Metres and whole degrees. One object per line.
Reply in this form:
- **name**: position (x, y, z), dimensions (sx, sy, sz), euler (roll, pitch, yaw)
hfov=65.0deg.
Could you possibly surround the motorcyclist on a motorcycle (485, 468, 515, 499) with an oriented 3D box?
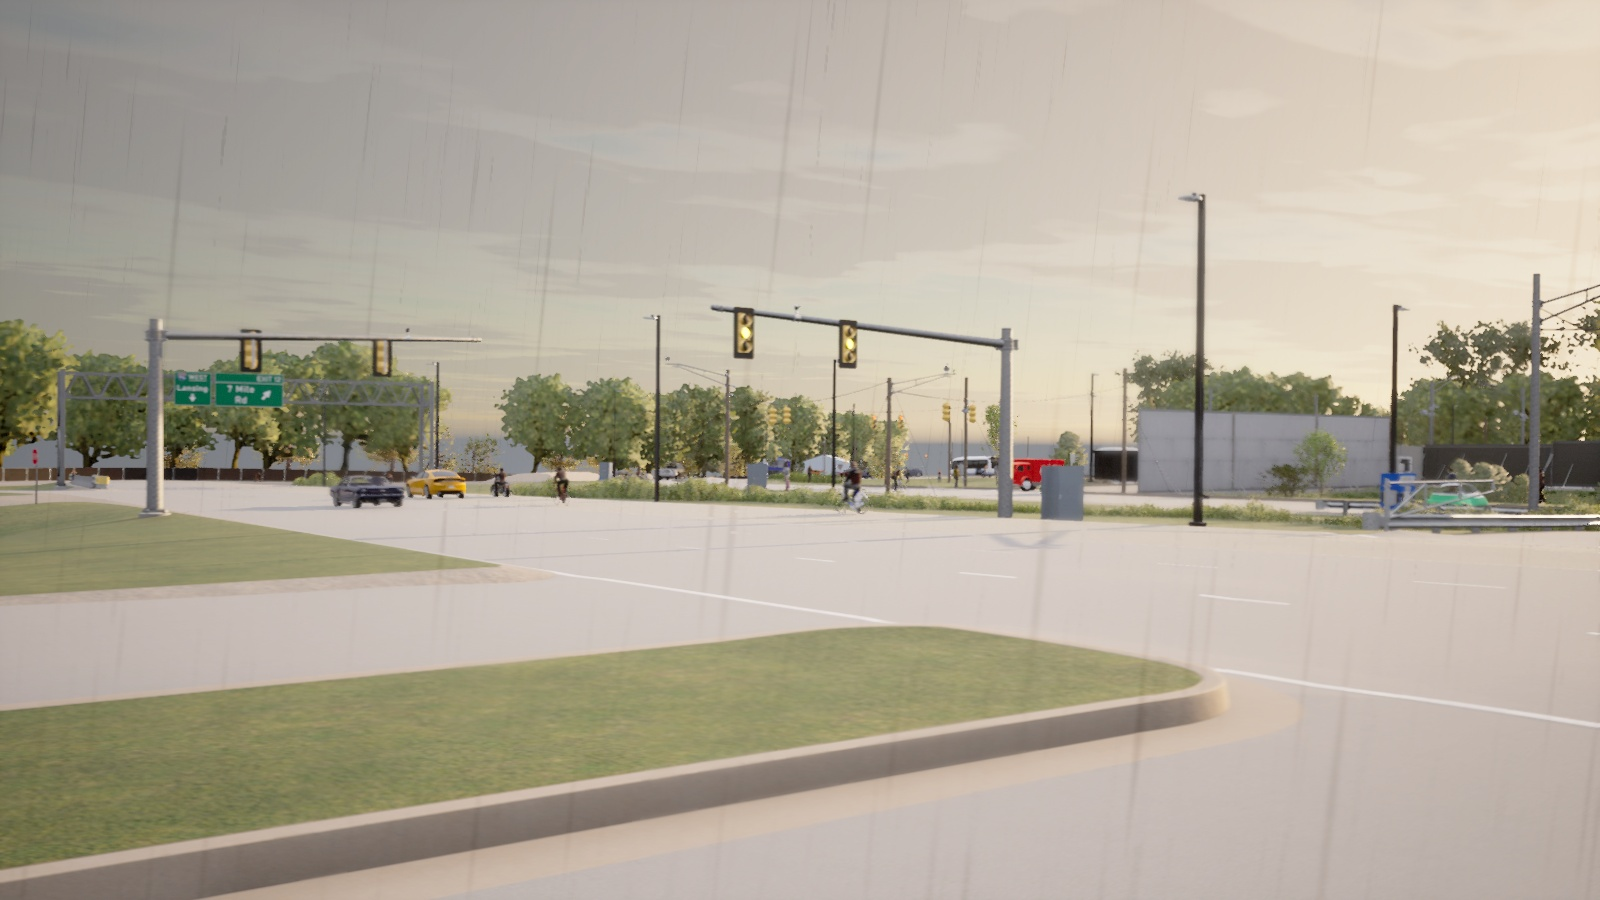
- **motorcyclist on a motorcycle**: position (-16.204, 1.815, 67.744), dimensions (0.766, 1.649, 2.350), euler (0, -1, -35)

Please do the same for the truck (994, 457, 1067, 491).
- **truck**: position (17.619, 1.810, 95.917), dimensions (5.204, 2.467, 2.627), euler (1, 0, -36)

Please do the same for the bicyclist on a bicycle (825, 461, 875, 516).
- **bicyclist on a bicycle**: position (1.646, 1.262, 41.779), dimensions (0.659, 1.776, 1.843), euler (0, -1, -35)

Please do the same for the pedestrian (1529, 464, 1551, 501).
- **pedestrian**: position (36.688, 1.583, 62.243), dimensions (0.328, 1.805, 0.869), euler (0, 1, -35)

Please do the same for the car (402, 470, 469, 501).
- **car**: position (-19.174, 1.846, 65.887), dimensions (1.882, 1.535, 5.008), euler (0, -1, -35)

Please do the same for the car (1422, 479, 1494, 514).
- **car**: position (27.599, 1.936, 52.677), dimensions (1.481, 1.376, 2.207), euler (0, -1, -34)

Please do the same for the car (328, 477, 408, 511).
- **car**: position (-17.755, 1.781, 51.466), dimensions (1.895, 1.301, 4.718), euler (0, -1, -35)
